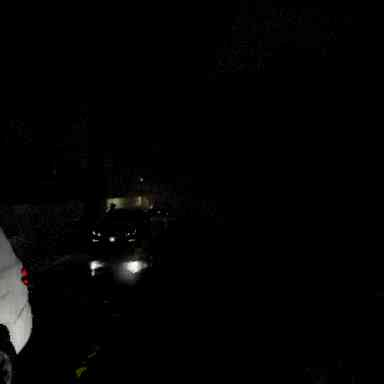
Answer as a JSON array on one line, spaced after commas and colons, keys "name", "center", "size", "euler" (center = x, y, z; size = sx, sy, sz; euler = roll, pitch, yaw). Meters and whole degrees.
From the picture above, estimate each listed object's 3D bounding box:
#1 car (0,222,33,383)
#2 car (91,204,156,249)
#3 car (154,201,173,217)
[{"name": "car", "center": [-2.852, 1.210, 1.463], "size": [2.150, 2.045, 5.566], "euler": [0, 1, 0]}, {"name": "car", "center": [-2.872, 1.473, 14.386], "size": [1.837, 1.490, 4.892], "euler": [0, 0, 0]}, {"name": "car", "center": [-2.818, 1.537, 30.338], "size": [1.994, 1.385, 4.181], "euler": [0, 0, 0]}]
